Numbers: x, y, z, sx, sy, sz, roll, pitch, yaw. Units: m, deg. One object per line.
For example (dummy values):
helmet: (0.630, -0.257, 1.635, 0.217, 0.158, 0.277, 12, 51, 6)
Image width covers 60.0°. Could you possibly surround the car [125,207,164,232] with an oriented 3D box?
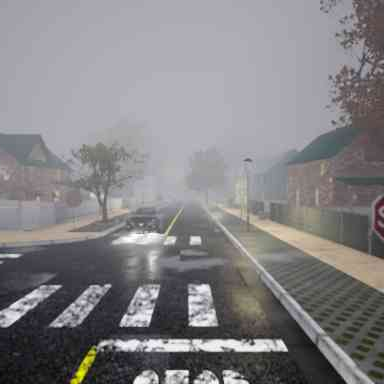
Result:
car: (-2.815, 1.616, 20.479, 1.994, 1.385, 4.181, 0, 0, 0)
